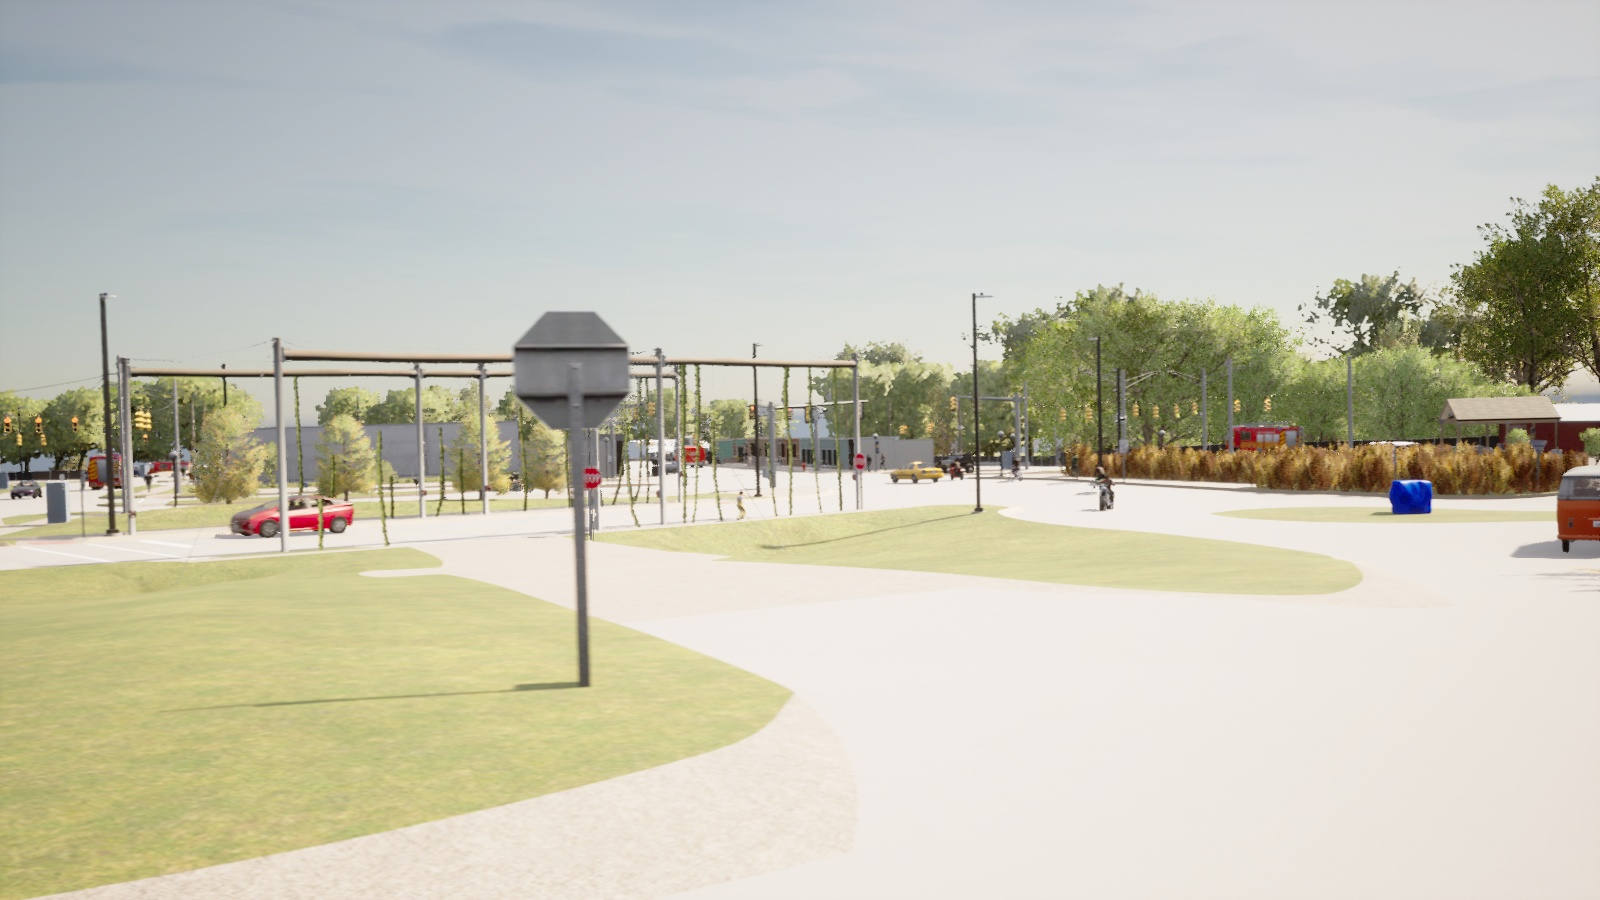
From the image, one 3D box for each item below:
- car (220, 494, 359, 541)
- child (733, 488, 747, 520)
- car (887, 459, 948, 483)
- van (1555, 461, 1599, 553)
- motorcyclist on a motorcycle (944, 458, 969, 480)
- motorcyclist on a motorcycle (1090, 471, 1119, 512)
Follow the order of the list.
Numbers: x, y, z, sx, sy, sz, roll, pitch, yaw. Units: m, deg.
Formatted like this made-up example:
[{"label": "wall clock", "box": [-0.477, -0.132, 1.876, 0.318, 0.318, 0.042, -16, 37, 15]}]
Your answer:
[{"label": "car", "box": [-19.721, 2.584, 48.649, 2.007, 1.525, 4.514, 0, 0, 42]}, {"label": "child", "box": [-2.437, 2.208, 51.071, 0.270, 1.263, 0.437, 0, 2, 43]}, {"label": "car", "box": [8.129, 1.450, 87.310, 1.801, 1.575, 5.366, -3, 0, -23]}, {"label": "van", "box": [19.668, 1.320, 30.761, 1.775, 1.987, 4.442, -1, 1, 34]}, {"label": "motorcyclist on a motorcycle", "box": [11.151, 1.362, 89.623, 0.797, 1.523, 2.044, -2, 0, -21]}, {"label": "motorcyclist on a motorcycle", "box": [12.967, 1.744, 53.367, 0.766, 1.649, 2.350, 0, 0, 25]}]
